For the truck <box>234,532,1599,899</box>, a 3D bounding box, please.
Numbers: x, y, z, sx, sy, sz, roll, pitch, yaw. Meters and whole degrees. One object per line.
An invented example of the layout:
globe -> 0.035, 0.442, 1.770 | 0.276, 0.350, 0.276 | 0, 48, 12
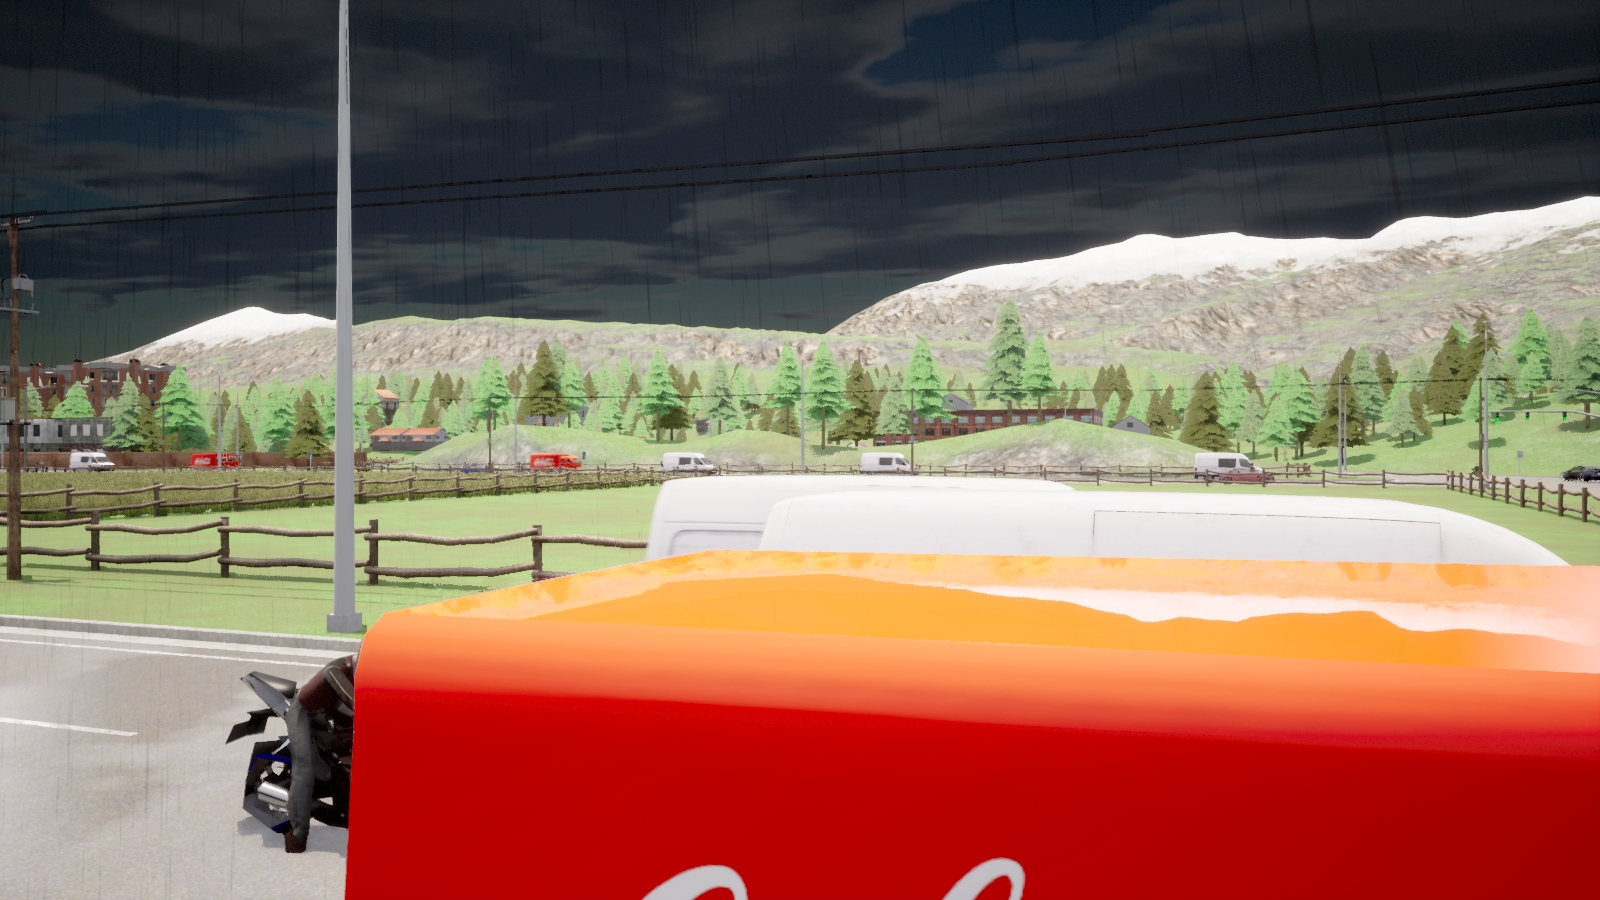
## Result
truck -> 1.691, 1.572, 2.754 | 5.204, 2.467, 2.627 | 0, 0, 21

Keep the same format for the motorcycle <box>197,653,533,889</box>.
motorcycle -> -3.099, 2.209, 8.150 | 2.209, 1.251, 0.867 | 0, 0, 20

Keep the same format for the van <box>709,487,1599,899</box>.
van -> 2.633, 1.535, 6.060 | 5.915, 2.561, 1.988 | 0, 0, 20
